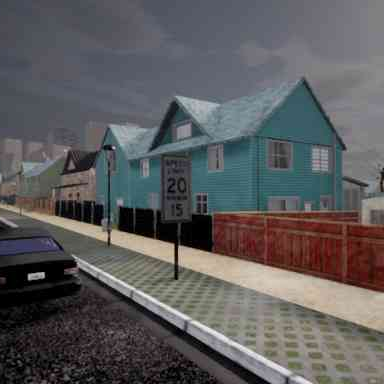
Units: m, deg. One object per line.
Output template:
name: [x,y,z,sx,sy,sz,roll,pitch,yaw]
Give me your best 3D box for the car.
car: [-4.239,1.551,7.983,2.033,1.411,5.357,0,0,-36]
